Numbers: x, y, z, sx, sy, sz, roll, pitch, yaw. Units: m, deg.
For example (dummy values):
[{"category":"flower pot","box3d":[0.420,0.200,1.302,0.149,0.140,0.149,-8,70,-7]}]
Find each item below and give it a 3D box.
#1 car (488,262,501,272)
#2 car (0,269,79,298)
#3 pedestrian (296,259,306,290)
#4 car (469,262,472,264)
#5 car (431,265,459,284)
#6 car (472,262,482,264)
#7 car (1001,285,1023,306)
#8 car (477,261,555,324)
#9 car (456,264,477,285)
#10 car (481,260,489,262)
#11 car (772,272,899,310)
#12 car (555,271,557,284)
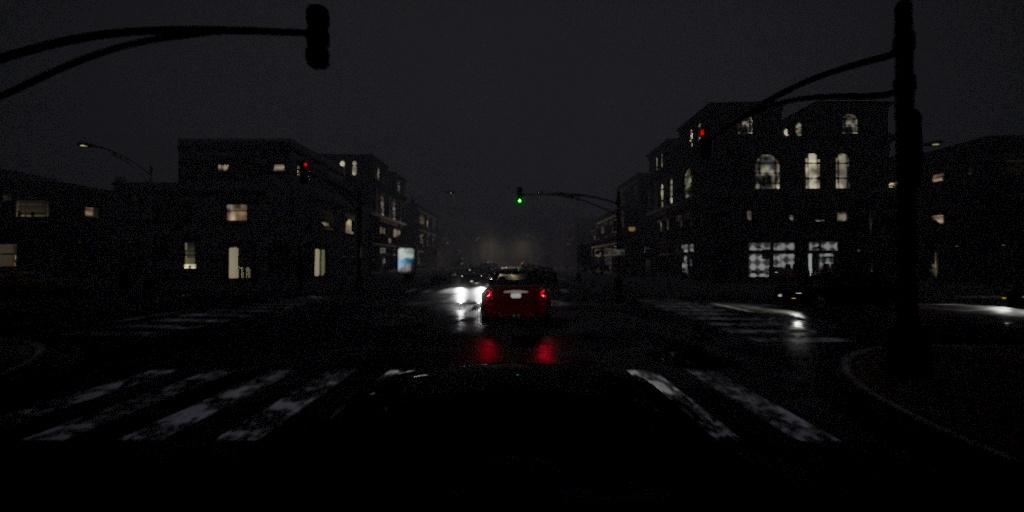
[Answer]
[{"category":"car","box3d":[-2.894,1.734,59.843,1.882,1.535,5.008,0,-1,0]},{"category":"car","box3d":[-25.422,1.357,18.481,4.829,1.417,1.751,0,0,1]},{"category":"pedestrian","box3d":[-12.515,1.057,21.219,0.375,1.860,0.375,0,-1,1]},{"category":"car","box3d":[-5.618,1.645,41.106,2.007,1.370,4.403,0,0,0]},{"category":"car","box3d":[-5.637,1.580,30.063,1.802,1.307,4.207,0,0,0]},{"category":"car","box3d":[-3.002,1.638,38.987,1.994,1.385,4.181,0,0,1]},{"category":"car","box3d":[23.658,1.539,15.049,4.181,1.385,1.994,0,-1,2]},{"category":"car","box3d":[0.121,1.195,12.541,2.097,1.767,4.553,0,-1,0]},{"category":"car","box3d":[-3.022,1.587,28.920,1.895,1.301,4.718,0,0,0]},{"category":"car","box3d":[-2.914,1.642,49.355,1.882,1.535,5.008,0,-1,0]},{"category":"car","box3d":[13.812,1.441,15.218,4.892,1.490,1.837,0,-1,1]},{"category":"car","box3d":[2.743,1.558,30.036,1.948,1.339,4.313,0,0,0]}]
